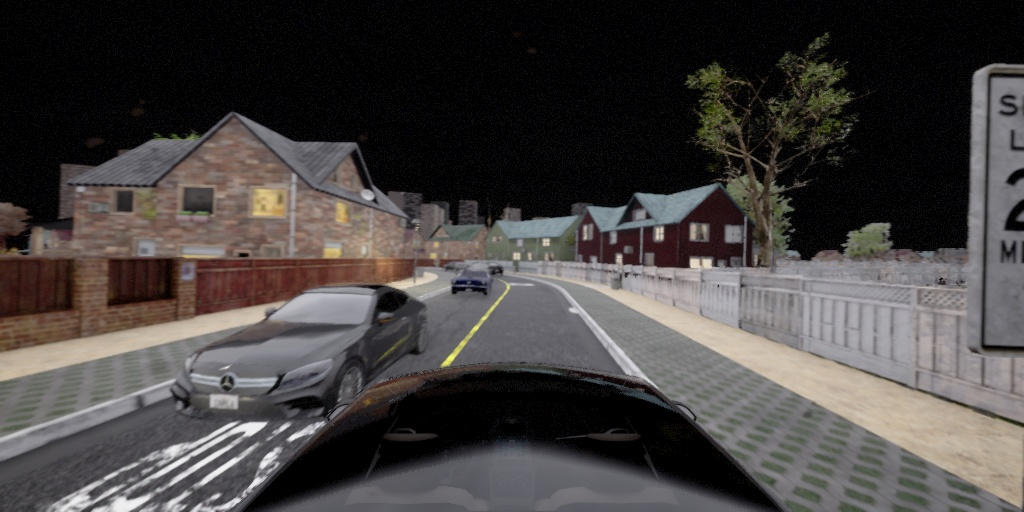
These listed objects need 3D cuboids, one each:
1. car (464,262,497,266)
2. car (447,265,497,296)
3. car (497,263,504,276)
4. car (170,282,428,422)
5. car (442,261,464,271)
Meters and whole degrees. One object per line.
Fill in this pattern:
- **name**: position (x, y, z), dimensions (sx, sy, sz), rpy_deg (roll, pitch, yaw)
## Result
- **car**: position (-2.996, 1.314, 33.171), dimensions (1.882, 1.535, 5.008), rpy_deg (2, -1, -12)
- **car**: position (-2.045, 1.341, 19.442), dimensions (1.895, 1.301, 4.718), rpy_deg (2, 0, 1)
- **car**: position (-2.518, 1.407, 40.801), dimensions (1.882, 1.535, 5.008), rpy_deg (2, 0, -22)
- **car**: position (-2.725, 1.202, 5.892), dimensions (1.812, 1.442, 4.674), rpy_deg (2, 0, 3)
- **car**: position (-7.939, 1.448, 50.653), dimensions (2.033, 1.411, 5.357), rpy_deg (2, -1, -37)
